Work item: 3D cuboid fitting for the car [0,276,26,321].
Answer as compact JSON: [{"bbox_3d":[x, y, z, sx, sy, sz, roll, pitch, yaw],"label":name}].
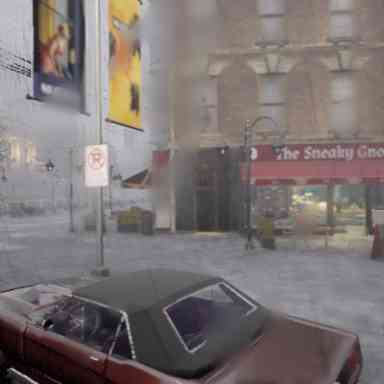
[{"bbox_3d":[-5.832,1.602,6.567,4.674,1.452,2.002,-1,0,25],"label":"car"}]
